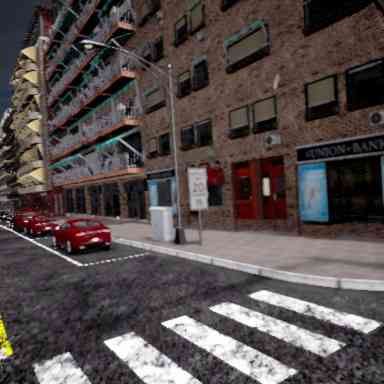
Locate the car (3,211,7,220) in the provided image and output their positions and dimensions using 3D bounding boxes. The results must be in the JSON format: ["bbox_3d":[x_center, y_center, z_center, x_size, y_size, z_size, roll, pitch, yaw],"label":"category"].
[{"bbox_3d":[-16.936,2.728,32.703,2.008,1.369,4.403,-5,0,-34],"label":"car"}]

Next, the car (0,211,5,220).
[{"bbox_3d":[-26.481,3.416,46.746,1.947,1.339,4.313,-5,0,-34],"label":"car"}]

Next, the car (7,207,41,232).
[{"bbox_3d":[-13.773,2.270,28.021,2.192,1.841,5.009,-5,0,-34],"label":"car"}]

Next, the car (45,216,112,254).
[{"bbox_3d":[-5.207,1.902,15.450,1.887,1.381,4.507,-5,1,-34],"label":"car"}]

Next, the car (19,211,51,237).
[{"bbox_3d":[-10.573,2.276,23.342,1.887,1.381,4.507,-5,0,-34],"label":"car"}]
